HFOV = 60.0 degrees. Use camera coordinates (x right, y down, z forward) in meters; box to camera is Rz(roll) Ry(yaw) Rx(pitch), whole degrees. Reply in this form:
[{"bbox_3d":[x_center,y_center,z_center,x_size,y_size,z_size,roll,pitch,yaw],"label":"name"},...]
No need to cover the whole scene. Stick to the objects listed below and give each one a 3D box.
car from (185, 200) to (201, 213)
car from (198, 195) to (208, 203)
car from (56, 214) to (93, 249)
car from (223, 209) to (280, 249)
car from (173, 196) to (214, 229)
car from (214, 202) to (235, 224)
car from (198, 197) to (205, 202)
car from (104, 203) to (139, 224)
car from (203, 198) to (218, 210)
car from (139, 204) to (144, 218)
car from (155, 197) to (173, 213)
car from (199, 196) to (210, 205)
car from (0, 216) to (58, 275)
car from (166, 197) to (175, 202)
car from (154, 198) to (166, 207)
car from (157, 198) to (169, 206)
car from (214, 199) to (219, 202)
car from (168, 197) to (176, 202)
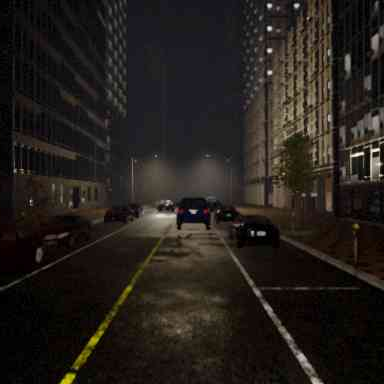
[{"bbox_3d":[0.095,1.765,41.678,1.837,1.490,4.892,0,0,0],"label":"car"},{"bbox_3d":[2.686,1.796,83.277,2.192,1.841,5.009,0,0,0],"label":"car"},{"bbox_3d":[-5.690,1.681,14.976,1.802,1.307,4.206,0,0,0],"label":"car"},{"bbox_3d":[2.690,1.664,14.969,1.947,1.339,4.313,0,0,0],"label":"car"},{"bbox_3d":[0.098,1.370,23.034,2.150,2.045,5.566,0,0,0],"label":"car"},{"bbox_3d":[2.689,1.735,26.353,1.947,1.339,4.313,0,0,0],"label":"car"},{"bbox_3d":[2.684,2.062,94.829,1.752,1.417,4.829,0,0,0],"label":"car"},{"bbox_3d":[-5.691,1.715,26.361,1.887,1.381,4.507,0,0,0],"label":"car"},{"bbox_3d":[2.688,1.743,49.123,1.967,1.590,4.097,0,0,0],"label":"car"},{"bbox_3d":[-5.692,1.770,32.053,1.947,1.339,4.313,0,0,0],"label":"car"},{"bbox_3d":[-3.095,1.746,40.355,2.128,1.511,4.902,0,0,0],"label":"car"},{"bbox_3d":[2.687,1.739,71.892,2.192,1.841,5.009,0,0,0],"label":"car"},{"bbox_3d":[-5.690,1.607,9.283,1.887,1.381,4.507,0,0,0],"label":"car"},{"bbox_3d":[-5.696,2.061,88.979,2.008,1.369,4.403,0,0,0],"label":"car"},{"bbox_3d":[-5.694,1.889,60.346,1.752,1.417,4.829,0,0,0],"label":"car"},{"bbox_3d":[-5.694,1.946,66.210,2.008,1.369,4.403,0,0,0],"label":"car"},{"bbox_3d":[2.689,1.803,37.737,1.947,1.339,4.313,0,0,0],"label":"car"},{"bbox_3d":[-5.697,2.103,94.671,1.947,1.339,4.313,0,0,0],"label":"car"}]
